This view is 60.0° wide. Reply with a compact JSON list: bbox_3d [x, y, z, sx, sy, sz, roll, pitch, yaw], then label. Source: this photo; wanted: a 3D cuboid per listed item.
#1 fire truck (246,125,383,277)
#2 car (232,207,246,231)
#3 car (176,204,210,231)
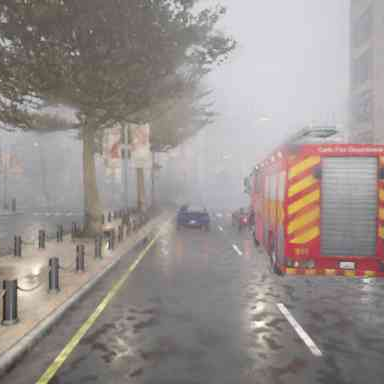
[{"bbox_3d":[3.806,0.332,11.450,2.891,3.827,8.468,1,0,4],"label":"fire truck"},{"bbox_3d":[3.563,1.584,20.485,1.895,1.301,4.718,0,0,0],"label":"car"},{"bbox_3d":[0.059,1.445,20.155,1.882,1.535,5.008,0,0,0],"label":"car"}]
